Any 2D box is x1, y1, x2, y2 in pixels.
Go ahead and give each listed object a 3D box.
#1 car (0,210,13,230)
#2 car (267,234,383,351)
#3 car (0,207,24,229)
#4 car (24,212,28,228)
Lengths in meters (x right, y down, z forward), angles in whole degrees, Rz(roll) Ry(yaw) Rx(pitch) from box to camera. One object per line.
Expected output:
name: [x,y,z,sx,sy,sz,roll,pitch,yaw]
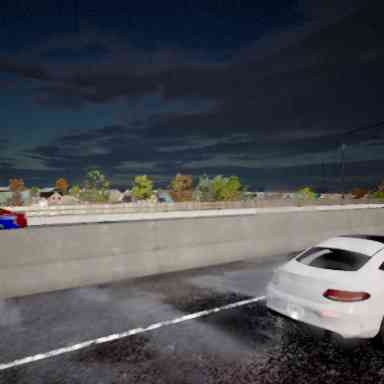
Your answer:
car: [-8.623,1.521,10.712,4.674,1.442,1.812,0,0,-36]
car: [3.370,1.523,6.119,4.674,1.442,1.812,0,0,-35]
car: [-10.085,1.471,13.983,5.008,1.535,1.882,0,0,-35]
car: [-11.345,1.469,17.381,5.008,1.535,1.882,0,0,-35]
